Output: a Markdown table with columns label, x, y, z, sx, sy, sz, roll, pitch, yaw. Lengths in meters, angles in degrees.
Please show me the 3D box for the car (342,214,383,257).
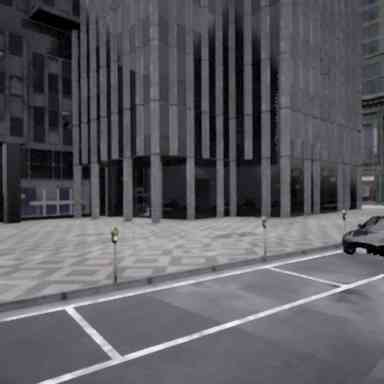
| label | x | y | z | sx | sy | sz | roll | pitch | yaw |
| --- | --- | --- | --- | --- | --- | --- | --- | --- | --- |
| car | 7.096 | 1.459 | 11.707 | 4.313 | 1.339 | 1.947 | -1 | 0 | -35 |
